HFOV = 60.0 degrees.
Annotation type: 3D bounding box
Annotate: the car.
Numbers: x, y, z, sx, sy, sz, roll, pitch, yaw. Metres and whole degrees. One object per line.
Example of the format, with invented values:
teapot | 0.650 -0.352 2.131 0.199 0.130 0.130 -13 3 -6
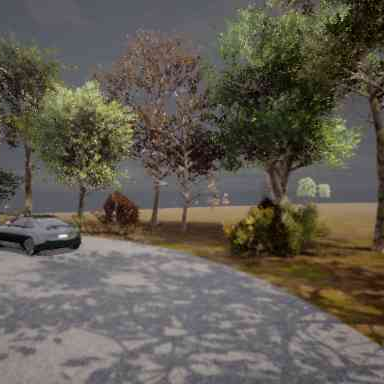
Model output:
car | -6.387 1.607 13.472 4.181 1.385 1.994 0 0 36
